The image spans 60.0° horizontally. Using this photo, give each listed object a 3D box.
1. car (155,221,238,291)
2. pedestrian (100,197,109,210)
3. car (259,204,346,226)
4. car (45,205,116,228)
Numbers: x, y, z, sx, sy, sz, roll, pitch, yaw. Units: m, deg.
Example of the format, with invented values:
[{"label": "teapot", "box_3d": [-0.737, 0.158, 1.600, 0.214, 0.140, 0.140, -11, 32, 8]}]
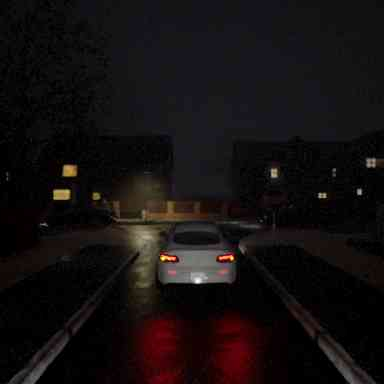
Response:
[{"label": "car", "box_3d": [0.073, 1.506, 8.878, 1.812, 1.442, 4.674, 0, 0, -1]}, {"label": "pedestrian", "box_3d": [-6.718, 1.300, 25.241, 0.375, 1.860, 0.375, 0, -1, 1]}, {"label": "car", "box_3d": [7.281, 1.510, 22.143, 5.357, 1.411, 2.033, 0, -1, 1]}, {"label": "car", "box_3d": [-7.459, 1.628, 22.454, 4.674, 1.442, 1.812, -1, -2, 7]}]
